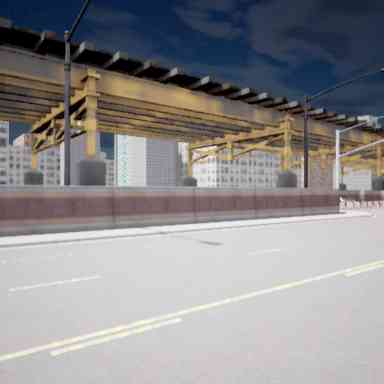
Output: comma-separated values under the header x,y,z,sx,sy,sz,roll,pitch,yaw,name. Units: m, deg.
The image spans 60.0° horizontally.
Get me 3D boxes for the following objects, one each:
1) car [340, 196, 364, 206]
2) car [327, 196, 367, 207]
x,y,z,sx,sy,sz,roll,pitch,yaw,name
22.966,1.254,49.434,4.536,1.218,1.853,0,0,-7,car
23.017,1.412,49.441,4.974,1.542,2.038,0,0,-7,car
